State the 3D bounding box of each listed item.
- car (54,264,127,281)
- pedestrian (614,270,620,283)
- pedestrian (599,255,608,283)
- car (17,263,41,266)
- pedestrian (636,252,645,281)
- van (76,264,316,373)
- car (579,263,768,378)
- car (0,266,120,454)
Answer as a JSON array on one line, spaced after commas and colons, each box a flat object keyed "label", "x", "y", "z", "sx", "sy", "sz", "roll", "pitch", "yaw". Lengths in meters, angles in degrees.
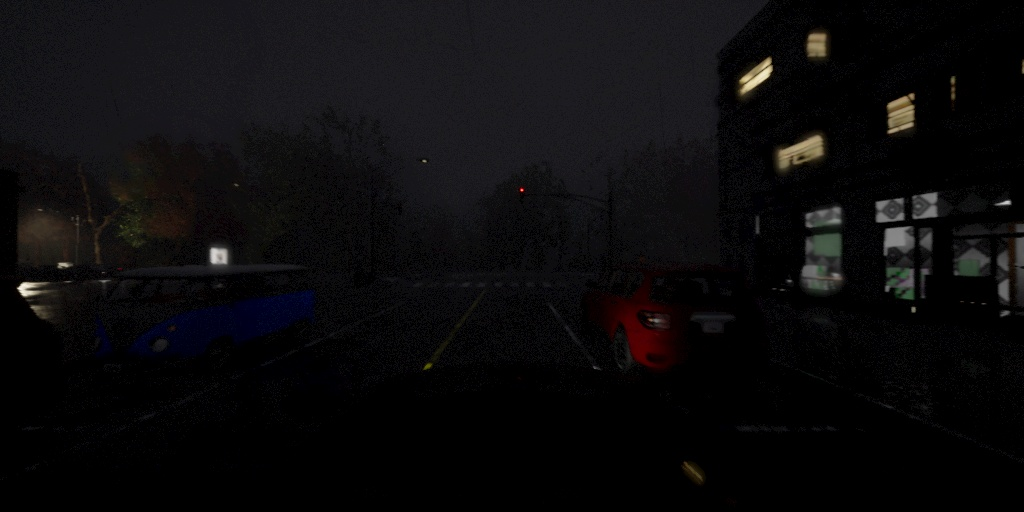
[{"label": "car", "x": -38.897, "y": 1.497, "z": 33.151, "sx": 4.674, "sy": 1.442, "sz": 1.812, "roll": -1, "pitch": -1, "yaw": 2}, {"label": "pedestrian", "x": 6.323, "y": 1.080, "z": 21.633, "sx": 0.375, "sy": 1.300, "sz": 0.375, "roll": 1, "pitch": 0, "yaw": 0}, {"label": "pedestrian", "x": 5.870, "y": 0.786, "z": 22.836, "sx": 0.375, "sy": 1.860, "sz": 0.375, "roll": 1, "pitch": 0, "yaw": 0}, {"label": "car", "x": -38.289, "y": 1.502, "z": 29.872, "sx": 4.181, "sy": 1.385, "sz": 1.994, "roll": -1, "pitch": -1, "yaw": 2}, {"label": "pedestrian", "x": 8.086, "y": 0.705, "z": 22.236, "sx": 0.375, "sy": 1.860, "sz": 0.375, "roll": 1, "pitch": 0, "yaw": 0}, {"label": "van", "x": -5.701, "y": 1.067, "z": 7.216, "sx": 1.690, "sy": 1.789, "sz": 3.998, "roll": 0, "pitch": 0, "yaw": 0}, {"label": "car", "x": 2.706, "y": 1.040, "z": 7.226, "sx": 2.192, "sy": 1.841, "sz": 5.009, "roll": 0, "pitch": 0, "yaw": 0}, {"label": "car", "x": -5.689, "y": 1.066, "z": 1.673, "sx": 2.192, "sy": 1.841, "sz": 5.009, "roll": 0, "pitch": 0, "yaw": 0}]
